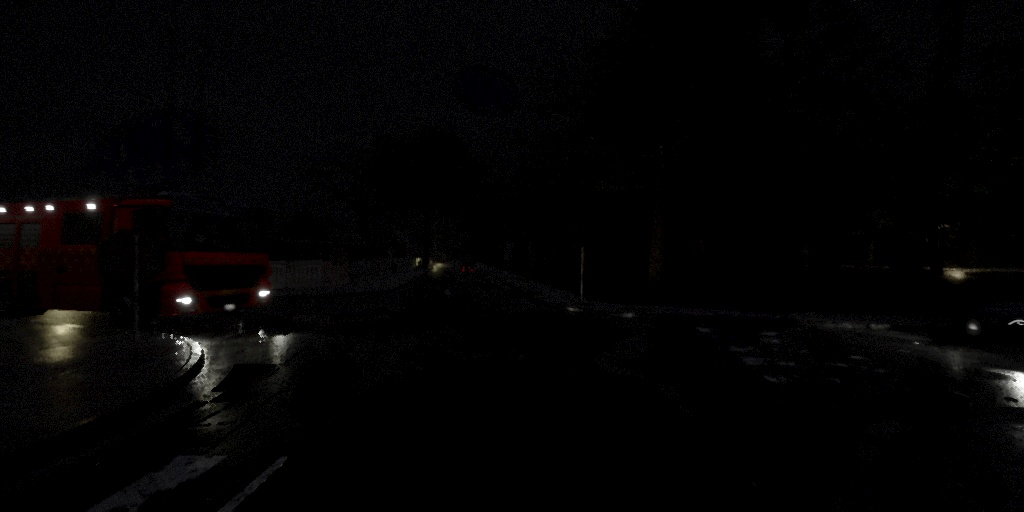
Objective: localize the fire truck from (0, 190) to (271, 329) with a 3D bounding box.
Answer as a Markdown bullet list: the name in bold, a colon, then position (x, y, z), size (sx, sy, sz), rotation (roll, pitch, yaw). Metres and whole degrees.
- **fire truck**: position (-11.969, -0.051, 11.062), size (8.468, 3.827, 2.891), rotation (0, -1, 14)

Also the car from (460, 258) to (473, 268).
- **car**: position (-7.105, 1.165, 56.734), size (1.812, 1.442, 4.674), rotation (0, 0, -8)

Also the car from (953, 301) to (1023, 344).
- **car**: position (12.779, 1.359, 7.591), size (4.674, 1.442, 1.812), rotation (0, 0, 14)
